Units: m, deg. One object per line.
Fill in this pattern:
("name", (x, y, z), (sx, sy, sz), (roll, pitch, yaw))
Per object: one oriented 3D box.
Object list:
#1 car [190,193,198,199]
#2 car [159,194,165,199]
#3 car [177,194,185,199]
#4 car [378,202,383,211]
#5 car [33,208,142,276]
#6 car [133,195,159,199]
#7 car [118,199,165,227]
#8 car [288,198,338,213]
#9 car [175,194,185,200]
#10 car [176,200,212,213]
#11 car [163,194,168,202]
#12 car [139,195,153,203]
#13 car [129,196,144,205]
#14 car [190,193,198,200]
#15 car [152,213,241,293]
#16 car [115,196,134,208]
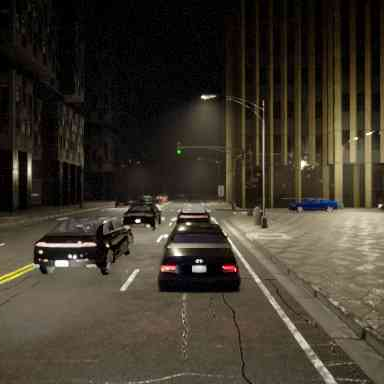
("car", (0.492, 1.117, 87.500), (2.128, 1.511, 4.902), (0, 0, 0))
("car", (-6.272, 1.481, 56.483), (1.895, 1.301, 4.718), (0, 0, 1))
("car", (-2.758, 1.187, 87.549), (1.895, 1.301, 4.718), (0, 0, 0))
("car", (22.196, 1.343, 34.989), (4.902, 1.511, 2.128), (0, 0, 0))
("car", (-3.094, 1.487, 10.373), (2.128, 1.511, 4.902), (0, 0, 0))
("car", (-6.337, 1.408, 46.499), (2.128, 1.511, 4.902), (0, 0, 1))
("car", (-3.034, 1.457, 21.156), (1.882, 1.535, 5.008), (0, 0, 0))
("car", (12.730, 1.369, 35.024), (5.008, 1.535, 1.882), (0, 0, 1))
("car", (-2.817, 1.316, 77.097), (2.128, 1.511, 4.902), (0, 0, 0))
("car", (0.116, 1.475, 19.471), (2.128, 1.511, 4.902), (0, 0, 1))
("car", (-6.116, 1.182, 69.070), (2.097, 1.767, 4.553), (0, 0, 0))
("car", (-9.370, 1.381, 68.513), (2.033, 1.411, 5.357), (0, 0, 0))
("car", (-9.514, 1.404, 57.102), (1.812, 1.442, 4.674), (0, 0, 1))
("car", (0.433, 1.291, 77.078), (1.837, 1.490, 4.892), (0, 0, 0))
("car", (0.149, 1.544, 9.004), (2.033, 1.411, 5.357), (0, 0, 0))
("car", (-9.581, 1.440, 47.130), (1.812, 1.442, 4.674), (0, 0, 0))
